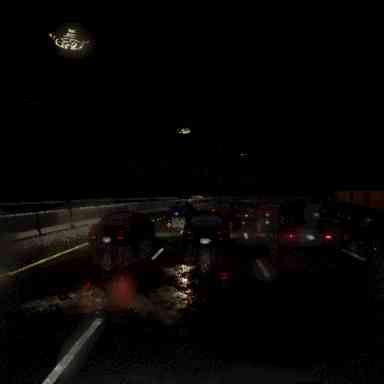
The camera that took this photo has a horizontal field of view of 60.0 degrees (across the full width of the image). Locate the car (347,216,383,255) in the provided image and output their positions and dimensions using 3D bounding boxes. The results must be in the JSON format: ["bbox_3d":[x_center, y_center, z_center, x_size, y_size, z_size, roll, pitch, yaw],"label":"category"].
[{"bbox_3d":[7.636,1.614,13.186,1.895,1.301,4.718,0,0,5],"label":"car"}]

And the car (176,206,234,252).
[{"bbox_3d":[0.663,1.530,13.810,1.812,1.442,4.674,0,0,5],"label":"car"}]

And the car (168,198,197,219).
[{"bbox_3d":[-0.791,1.530,28.498,1.812,1.442,4.674,0,0,11],"label":"car"}]

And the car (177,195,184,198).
[{"bbox_3d":[-2.209,1.423,85.340,1.994,1.385,4.181,0,0,29],"label":"car"}]

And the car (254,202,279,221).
[{"bbox_3d":[6.086,1.530,27.195,1.812,1.442,4.674,0,0,11],"label":"car"}]

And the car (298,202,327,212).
[{"bbox_3d":[9.525,1.530,26.543,1.812,1.442,4.674,0,0,11],"label":"car"}]

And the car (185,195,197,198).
[{"bbox_3d":[0.811,1.400,83.571,1.812,1.442,4.674,0,0,29],"label":"car"}]

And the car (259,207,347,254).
[{"bbox_3d":[4.148,1.560,13.483,2.033,1.411,5.357,0,0,5],"label":"car"}]

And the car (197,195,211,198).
[{"bbox_3d":[3.831,1.407,81.803,2.128,1.511,4.902,0,0,29],"label":"car"}]

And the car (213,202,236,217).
[{"bbox_3d":[2.648,1.530,27.846,1.812,1.442,4.674,0,0,11],"label":"car"}]

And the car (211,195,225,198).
[{"bbox_3d":[6.852,1.441,80.034,1.994,1.385,4.181,0,0,29],"label":"car"}]

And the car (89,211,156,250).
[{"bbox_3d":[-2.821,1.530,14.137,1.812,1.442,4.674,0,0,5],"label":"car"}]
